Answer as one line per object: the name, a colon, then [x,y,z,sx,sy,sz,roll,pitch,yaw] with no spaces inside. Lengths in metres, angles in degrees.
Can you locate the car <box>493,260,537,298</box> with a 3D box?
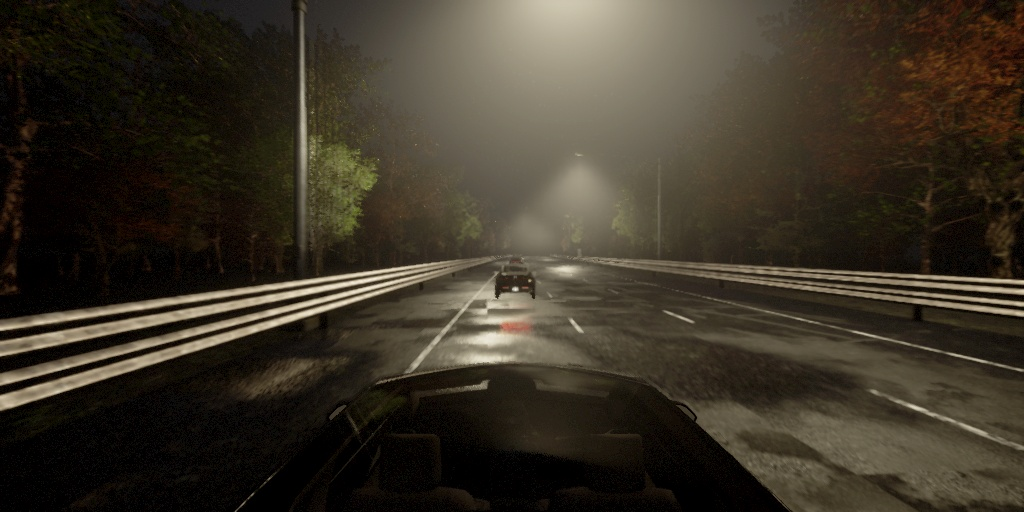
car: [0.160,1.123,17.416,1.837,1.490,4.892,0,0,0]

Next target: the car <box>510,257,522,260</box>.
car: [0.562,0.864,47.977,1.837,1.490,4.892,0,1,2]
